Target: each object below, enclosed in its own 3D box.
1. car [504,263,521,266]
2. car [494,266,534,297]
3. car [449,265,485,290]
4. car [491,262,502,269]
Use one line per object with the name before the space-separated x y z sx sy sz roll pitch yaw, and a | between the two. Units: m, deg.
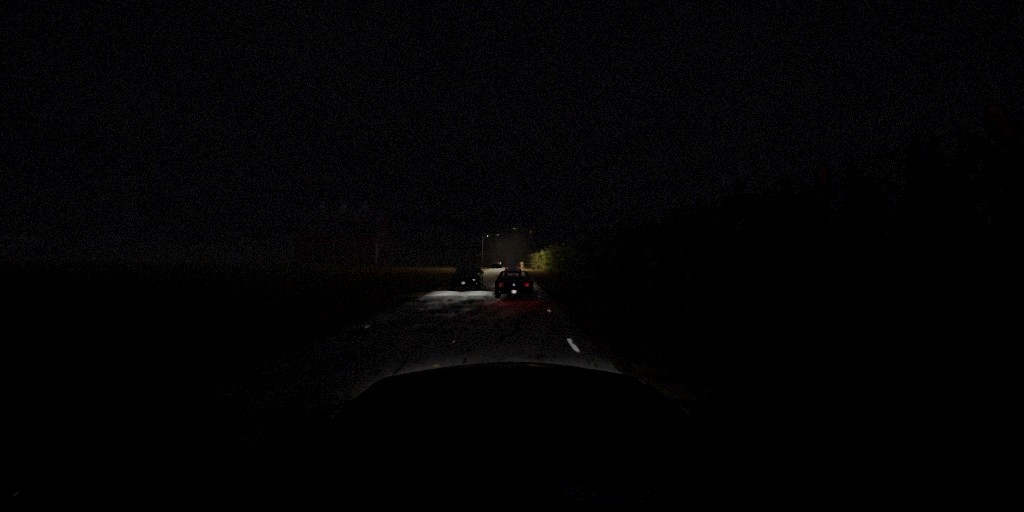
car | 0.105 1.477 41.516 1.812 1.442 4.674 0 -1 0
car | 0.098 1.408 19.097 1.895 1.301 4.718 0 0 0
car | -2.845 1.338 23.327 1.837 1.490 4.892 0 0 0
car | -2.742 1.673 65.020 1.895 1.301 4.718 0 -1 0
